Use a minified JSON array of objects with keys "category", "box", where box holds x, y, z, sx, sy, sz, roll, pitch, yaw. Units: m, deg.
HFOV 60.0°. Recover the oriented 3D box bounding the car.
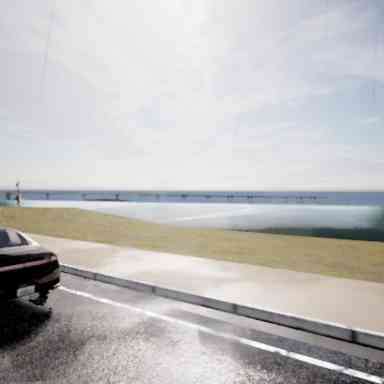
[{"category":"car","box":[-4.811,1.469,7.106,4.902,1.511,2.128,0,0,36]}]
